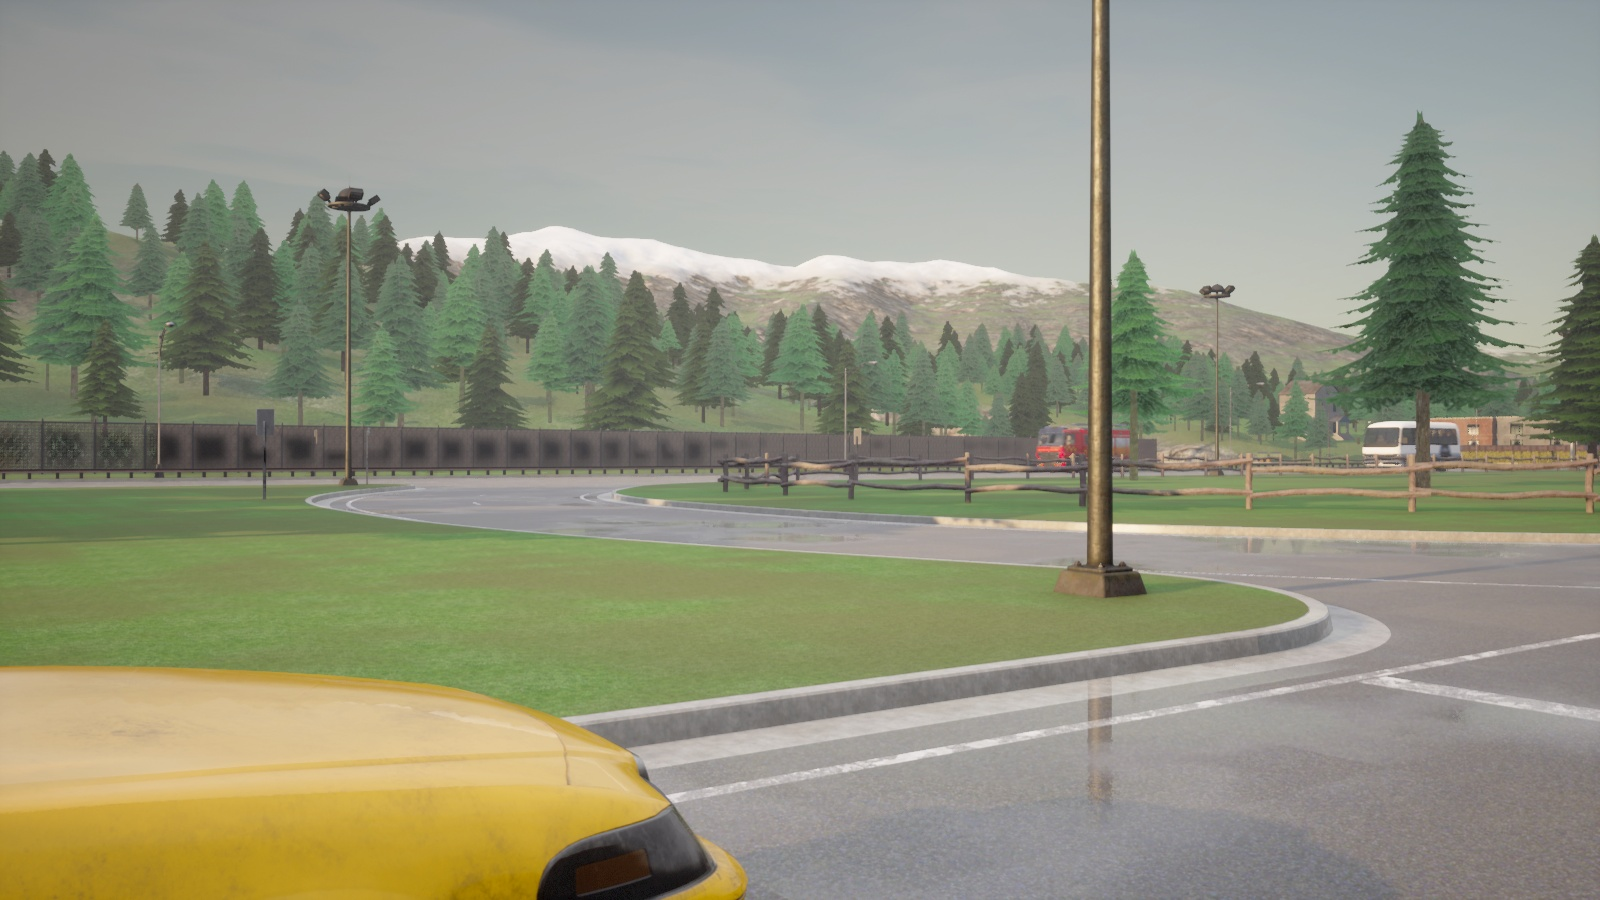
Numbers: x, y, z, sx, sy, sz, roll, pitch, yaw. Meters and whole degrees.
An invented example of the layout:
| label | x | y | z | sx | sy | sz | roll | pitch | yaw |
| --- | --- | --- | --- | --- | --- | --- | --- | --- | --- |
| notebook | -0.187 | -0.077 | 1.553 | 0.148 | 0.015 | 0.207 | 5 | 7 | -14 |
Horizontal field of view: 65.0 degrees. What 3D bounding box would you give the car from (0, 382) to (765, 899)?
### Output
| label | x | y | z | sx | sy | sz | roll | pitch | yaw |
| --- | --- | --- | --- | --- | --- | --- | --- | --- | --- |
| car | -2.785 | 0.694 | 1.719 | 5.366 | 1.575 | 1.801 | 0 | 0 | -35 |
